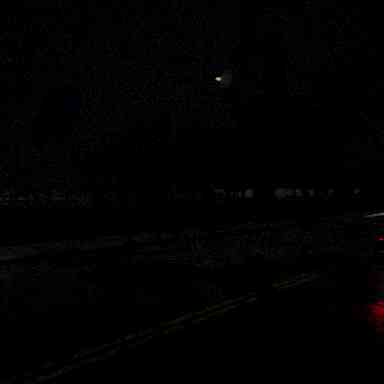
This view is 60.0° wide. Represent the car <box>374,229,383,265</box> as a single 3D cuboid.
[{"bbox_3d":[7.737,1.616,11.253,4.892,1.490,1.837,1,-1,-45],"label":"car"}]
